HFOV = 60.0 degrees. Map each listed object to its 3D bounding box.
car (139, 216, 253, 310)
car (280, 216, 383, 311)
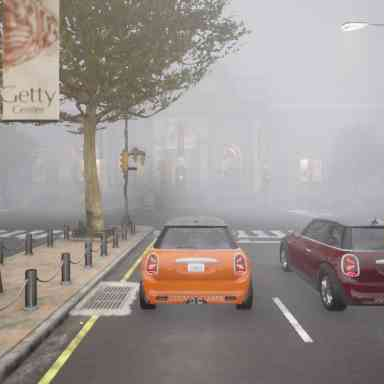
[{"bbox_3d":[0.086,1.352,7.998,2.097,1.767,4.553,0,0,0],"label":"car"},{"bbox_3d":[3.586,1.352,7.900,2.097,1.767,4.553,0,0,0],"label":"car"}]
